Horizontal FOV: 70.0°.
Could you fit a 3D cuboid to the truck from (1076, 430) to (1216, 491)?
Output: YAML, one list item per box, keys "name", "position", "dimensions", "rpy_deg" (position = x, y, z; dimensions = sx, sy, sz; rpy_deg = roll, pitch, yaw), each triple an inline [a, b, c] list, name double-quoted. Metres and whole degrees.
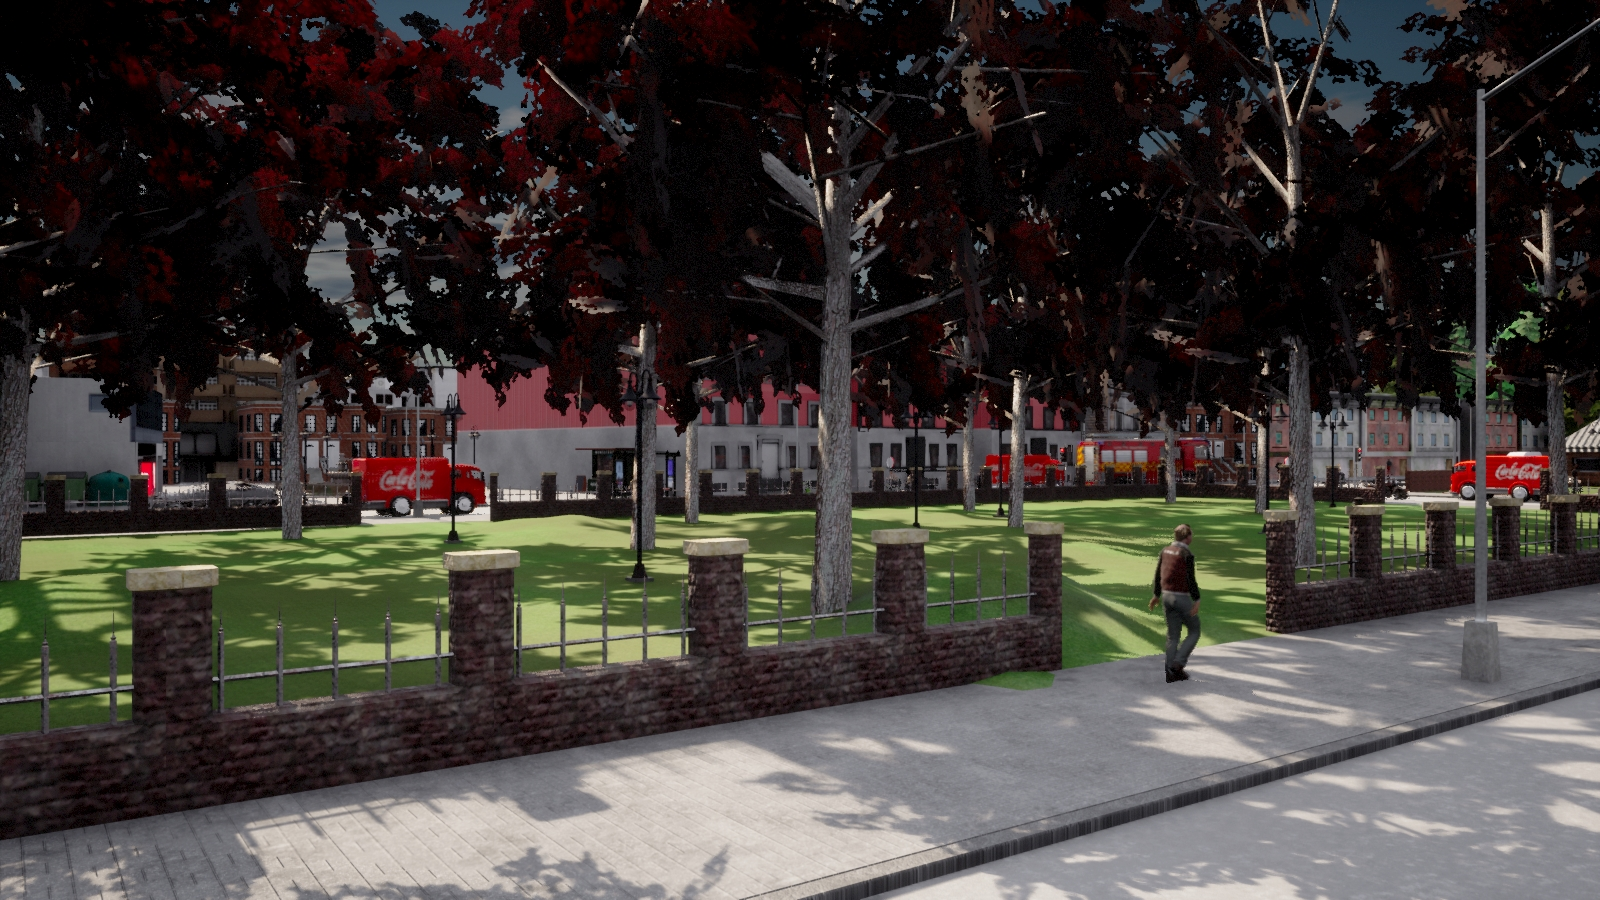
- name: "truck"
  position: [22.360, 0.646, 73.859]
  dimensions: [8.468, 3.827, 2.891]
  rpy_deg: [0, 0, -16]

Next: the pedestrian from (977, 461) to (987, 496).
- name: "pedestrian"
  position: [9.667, 1.507, 60.652]
  dimensions: [0.375, 1.860, 0.375]
  rpy_deg: [0, 0, -32]

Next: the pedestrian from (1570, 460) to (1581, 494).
- name: "pedestrian"
  position: [43.280, 1.495, 63.785]
  dimensions: [0.375, 1.860, 0.375]
  rpy_deg: [0, 0, -31]

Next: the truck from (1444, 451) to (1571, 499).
- name: "truck"
  position: [38.239, 1.318, 61.891]
  dimensions: [2.627, 2.467, 5.204]
  rpy_deg: [0, 0, -35]

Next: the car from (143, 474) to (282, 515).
- name: "car"
  position: [-24.376, 1.824, 47.497]
  dimensions: [4.902, 1.511, 2.128]
  rpy_deg: [0, 0, -35]

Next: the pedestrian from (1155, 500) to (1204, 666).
- name: "pedestrian"
  position: [4.369, 1.518, 13.169]
  dimensions: [0.375, 1.860, 0.375]
  rpy_deg: [0, 0, -26]

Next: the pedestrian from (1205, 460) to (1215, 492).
- name: "pedestrian"
  position: [23.756, 1.502, 66.224]
  dimensions: [0.375, 1.860, 0.375]
  rpy_deg: [0, 0, -35]

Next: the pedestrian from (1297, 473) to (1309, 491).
- name: "pedestrian"
  position: [31.560, 1.982, 71.668]
  dimensions: [0.500, 1.100, 0.500]
  rpy_deg: [0, 0, -39]

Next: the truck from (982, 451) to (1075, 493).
- name: "truck"
  position: [13.893, 1.320, 69.425]
  dimensions: [5.204, 2.467, 2.627]
  rpy_deg: [1, 0, -35]

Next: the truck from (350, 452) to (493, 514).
- name: "truck"
  position: [-16.033, 1.343, 48.468]
  dimensions: [5.204, 2.467, 2.627]
  rpy_deg: [0, 0, -35]
